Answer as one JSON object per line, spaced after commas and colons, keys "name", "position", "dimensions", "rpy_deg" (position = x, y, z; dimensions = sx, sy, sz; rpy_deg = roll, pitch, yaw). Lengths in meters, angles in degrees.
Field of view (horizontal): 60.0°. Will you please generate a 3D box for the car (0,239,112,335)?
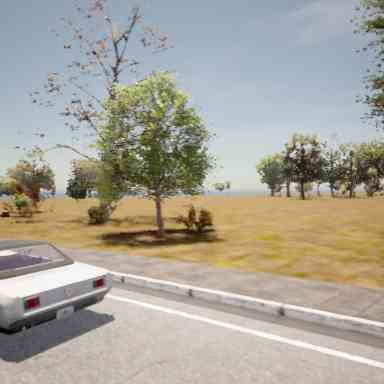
{"name": "car", "position": [-3.855, 1.594, 6.410], "dimensions": [4.718, 1.301, 1.895], "rpy_deg": [0, 0, 33]}
